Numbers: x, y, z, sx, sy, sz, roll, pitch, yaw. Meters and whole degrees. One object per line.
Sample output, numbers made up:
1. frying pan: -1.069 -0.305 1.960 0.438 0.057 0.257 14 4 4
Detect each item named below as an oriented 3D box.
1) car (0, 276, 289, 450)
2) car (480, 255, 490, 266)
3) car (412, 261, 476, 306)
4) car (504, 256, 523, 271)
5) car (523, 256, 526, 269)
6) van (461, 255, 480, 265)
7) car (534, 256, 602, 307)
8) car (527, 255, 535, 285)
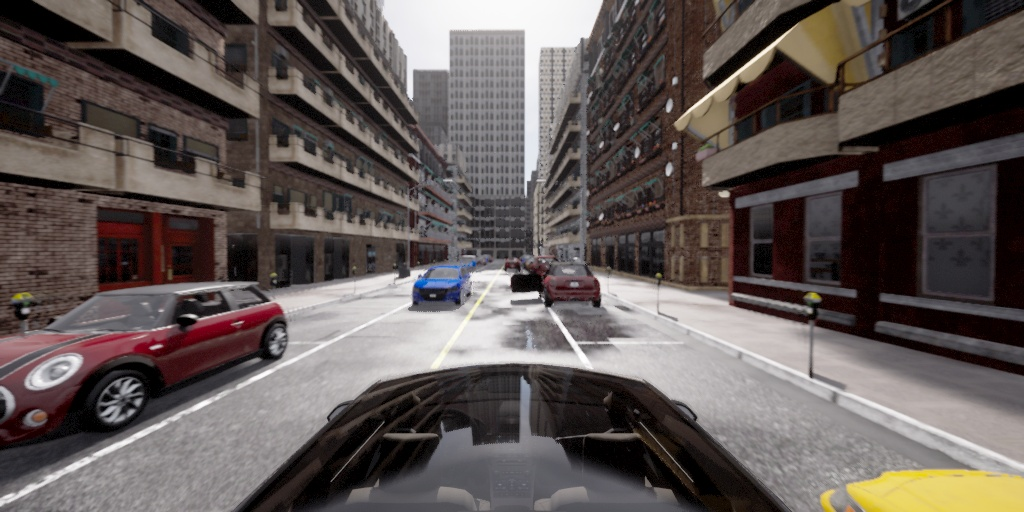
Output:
1. car: -5.318 1.168 5.287 1.967 1.591 4.097 0 0 0
2. car: -5.339 0.830 60.777 1.967 1.591 4.097 0 0 0
3. car: -2.855 1.145 15.423 1.882 1.535 5.008 0 0 0
4. car: 0.056 0.973 43.646 1.882 1.535 5.008 0 0 0
5. car: 2.548 1.018 44.323 1.751 1.417 4.829 0 0 0
6. van: -5.333 0.833 44.130 1.690 1.789 3.998 0 0 0
7. car: 2.258 1.022 15.066 2.097 1.767 4.553 0 0 0
8. car: 2.554 0.909 27.506 2.192 1.841 5.009 0 0 0
